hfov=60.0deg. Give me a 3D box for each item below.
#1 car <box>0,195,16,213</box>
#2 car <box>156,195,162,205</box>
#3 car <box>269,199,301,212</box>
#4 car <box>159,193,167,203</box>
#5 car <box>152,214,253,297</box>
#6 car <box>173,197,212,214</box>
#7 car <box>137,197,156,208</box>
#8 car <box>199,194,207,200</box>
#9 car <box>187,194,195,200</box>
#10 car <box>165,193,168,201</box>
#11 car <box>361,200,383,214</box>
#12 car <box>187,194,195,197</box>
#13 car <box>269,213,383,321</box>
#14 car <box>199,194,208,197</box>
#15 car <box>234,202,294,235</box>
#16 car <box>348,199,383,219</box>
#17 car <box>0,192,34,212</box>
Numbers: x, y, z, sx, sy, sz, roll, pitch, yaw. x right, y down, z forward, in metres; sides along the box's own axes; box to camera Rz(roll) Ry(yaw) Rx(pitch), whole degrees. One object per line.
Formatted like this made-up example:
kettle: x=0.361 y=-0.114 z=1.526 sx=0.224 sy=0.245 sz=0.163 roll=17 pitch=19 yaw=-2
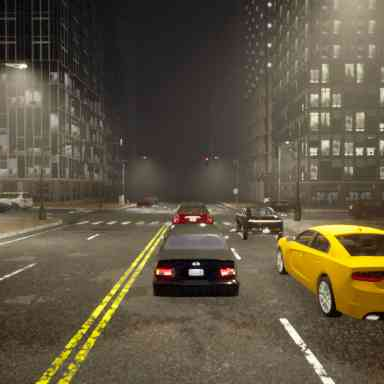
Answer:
car: x=-20.035 y=1.317 z=31.697 sx=5.008 sy=1.535 sz=1.882 roll=1 pitch=1 yaw=1
car: x=-6.794 y=1.556 z=57.551 sx=1.895 sy=1.301 sz=4.718 roll=0 pitch=0 yaw=0
car: x=8.922 y=1.544 z=35.063 sx=4.892 sy=1.490 sz=1.837 roll=1 pitch=2 yaw=10
car: x=-6.776 y=1.507 z=67.556 sx=1.994 sy=1.385 sz=4.181 roll=0 pitch=0 yaw=0
car: x=0.067 y=1.543 z=8.719 sx=2.033 sy=1.411 sz=5.357 roll=0 pitch=0 yaw=0
car: x=0.033 y=1.342 z=18.034 sx=2.097 sy=1.767 sz=4.553 roll=0 pitch=0 yaw=0
car: x=-6.784 y=1.567 z=48.379 sx=1.895 sy=1.301 sz=4.718 roll=0 pitch=0 yaw=0
car: x=2.907 y=1.295 z=89.808 sx=1.994 sy=1.385 sz=4.181 roll=0 pitch=0 yaw=0
car: x=-0.343 y=1.295 z=89.797 sx=1.994 sy=1.385 sz=4.181 roll=0 pitch=0 yaw=0
car: x=-6.799 y=1.153 z=78.305 sx=2.150 sy=2.045 sz=5.566 roll=0 pitch=0 yaw=0
car: x=21.670 y=1.643 z=36.959 sx=4.829 sy=1.417 sz=1.752 roll=1 pitch=0 yaw=1
car: x=-0.304 y=1.470 z=79.761 sx=1.994 sy=1.385 sz=4.181 roll=0 pitch=0 yaw=0
car: x=3.323 y=1.474 z=7.447 sx=1.882 sy=1.535 sz=5.008 roll=0 pitch=0 yaw=0
car: x=2.946 y=1.272 z=79.743 sx=2.097 sy=1.767 sz=4.553 roll=0 pitch=0 yaw=0
car: x=3.277 y=1.482 z=16.864 sx=2.128 sy=1.511 sz=4.902 roll=0 pitch=0 yaw=1
car: x=16.093 y=1.519 z=28.652 sx=5.009 sy=1.841 sz=2.192 roll=1 pitch=0 yaw=1
car: x=-19.598 y=1.014 z=34.887 sx=5.566 sy=2.045 sz=2.150 roll=1 pitch=1 yaw=1
